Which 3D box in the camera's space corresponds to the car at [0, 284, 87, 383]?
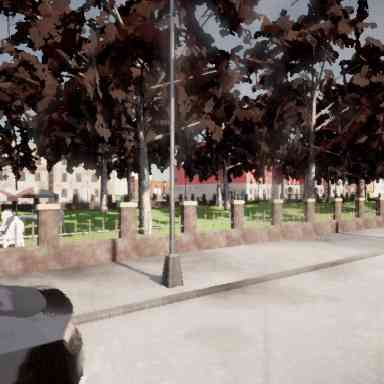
[{"bbox_3d":[-3.275,1.492,2.266,4.902,1.511,2.128,0,0,-36],"label":"car"}]
